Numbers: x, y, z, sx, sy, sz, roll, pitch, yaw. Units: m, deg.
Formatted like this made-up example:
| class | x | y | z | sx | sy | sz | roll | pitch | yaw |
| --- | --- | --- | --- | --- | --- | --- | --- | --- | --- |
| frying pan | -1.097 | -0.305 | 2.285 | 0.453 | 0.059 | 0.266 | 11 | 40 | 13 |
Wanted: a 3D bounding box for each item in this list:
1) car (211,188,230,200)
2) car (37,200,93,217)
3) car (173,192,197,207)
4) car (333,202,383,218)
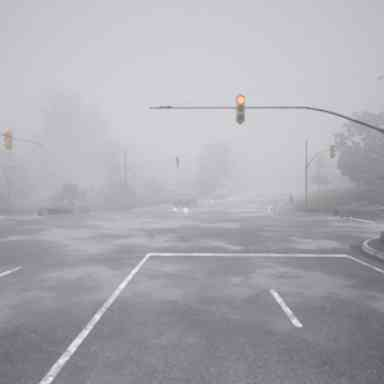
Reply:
| class | x | y | z | sx | sy | sz | roll | pitch | yaw |
| --- | --- | --- | --- | --- | --- | --- | --- | --- | --- |
| car | 5.727 | 0.342 | 66.036 | 2.150 | 2.045 | 5.566 | 0 | 3 | 25 |
| car | -11.543 | 1.505 | 30.349 | 4.902 | 1.511 | 2.128 | -1 | 0 | 3 |
| car | -0.954 | 1.074 | 48.960 | 2.150 | 2.045 | 5.566 | 0 | 1 | 17 |
| car | 14.604 | 1.548 | 29.019 | 4.181 | 1.385 | 1.994 | 0 | 0 | 3 |
